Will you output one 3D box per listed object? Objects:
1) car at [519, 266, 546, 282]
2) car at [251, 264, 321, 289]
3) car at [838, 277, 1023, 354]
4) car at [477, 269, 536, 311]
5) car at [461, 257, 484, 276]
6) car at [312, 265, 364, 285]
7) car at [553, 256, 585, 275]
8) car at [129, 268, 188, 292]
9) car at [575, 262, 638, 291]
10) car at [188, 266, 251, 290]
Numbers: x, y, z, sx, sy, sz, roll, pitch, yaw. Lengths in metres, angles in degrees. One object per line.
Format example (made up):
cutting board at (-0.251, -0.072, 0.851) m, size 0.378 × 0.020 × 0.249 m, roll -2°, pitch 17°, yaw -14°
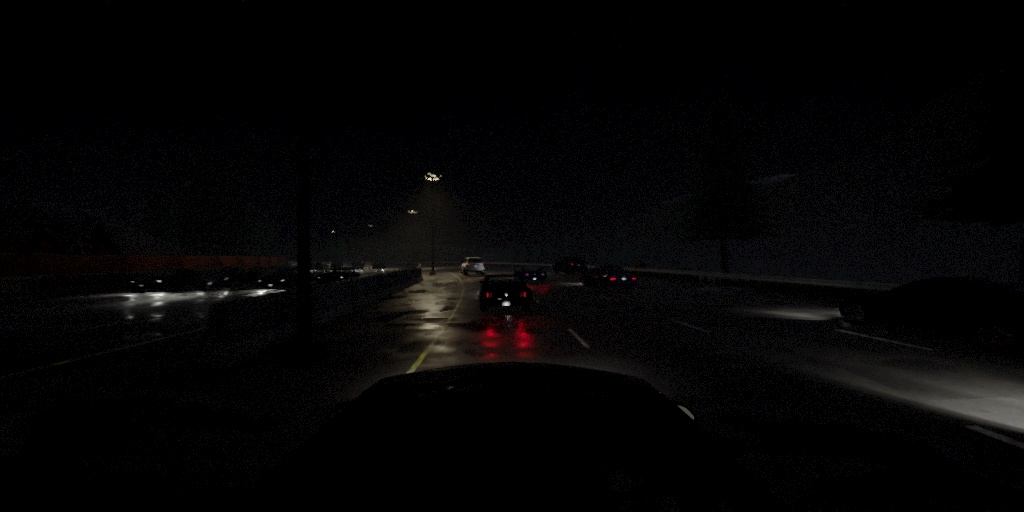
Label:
car at (1.342, 1.449, 29.335) m, size 1.895 × 1.301 × 4.718 m, roll 0°, pitch 0°, yaw -10°
car at (-16.085, 1.523, 25.884) m, size 2.033 × 1.411 × 5.357 m, roll 0°, pitch 0°, yaw -9°
car at (10.459, 1.217, 8.445) m, size 1.812 × 1.442 × 4.674 m, roll 0°, pitch 0°, yaw -2°
car at (-0.394, 1.406, 14.840) m, size 1.895 × 1.301 × 4.718 m, roll 0°, pitch 0°, yaw -5°
car at (-4.623, 1.167, 41.471) m, size 2.150 × 2.045 × 5.566 m, roll 0°, pitch 0°, yaw -15°
car at (-12.633, 1.550, 26.390) m, size 1.895 × 1.301 × 4.718 m, roll 0°, pitch 0°, yaw -9°
car at (6.425, 1.073, 40.454) m, size 2.150 × 2.045 × 5.566 m, roll 0°, pitch 0°, yaw -14°
car at (-22.914, 1.550, 24.103) m, size 1.812 × 1.442 × 4.674 m, roll 0°, pitch 0°, yaw -9°
car at (5.892, 1.331, 22.397) m, size 2.033 × 1.411 × 5.357 m, roll 0°, pitch 0°, yaw -7°
car at (-19.538, 1.492, 25.142) m, size 2.128 × 1.511 × 4.902 m, roll 0°, pitch 0°, yaw -9°
